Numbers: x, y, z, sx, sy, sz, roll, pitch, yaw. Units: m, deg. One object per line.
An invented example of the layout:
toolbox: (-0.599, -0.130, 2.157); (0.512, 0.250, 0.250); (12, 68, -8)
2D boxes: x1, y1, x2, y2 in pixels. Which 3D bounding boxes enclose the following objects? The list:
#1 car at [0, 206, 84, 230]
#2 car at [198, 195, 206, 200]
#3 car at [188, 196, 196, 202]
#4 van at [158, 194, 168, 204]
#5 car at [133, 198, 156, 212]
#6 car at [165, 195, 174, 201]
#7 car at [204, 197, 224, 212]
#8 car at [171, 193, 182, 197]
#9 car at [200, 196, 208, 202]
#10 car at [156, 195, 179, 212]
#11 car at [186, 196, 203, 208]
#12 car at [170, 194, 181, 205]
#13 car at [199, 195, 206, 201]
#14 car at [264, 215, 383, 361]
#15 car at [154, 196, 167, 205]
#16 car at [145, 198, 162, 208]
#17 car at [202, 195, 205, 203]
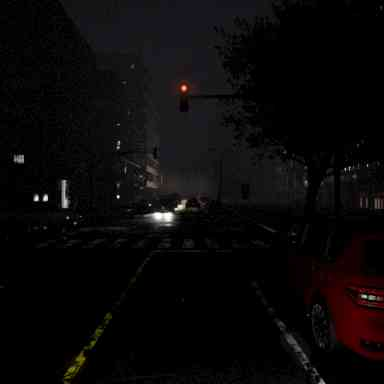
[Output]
car: (-9.237, 1.534, 20.686); (4.718, 1.301, 1.895); (2, 0, 12)
car: (2.719, 1.638, 93.637); (2.008, 1.369, 4.403); (0, 0, 0)
car: (0.026, 1.657, 79.390); (1.895, 1.301, 4.718); (0, 0, 0)
van: (-5.669, 1.384, 65.977); (1.690, 1.788, 3.998); (0, 0, 0)
car: (-5.677, 1.563, 38.312); (2.008, 1.369, 4.403); (0, 0, 0)
car: (-5.664, 1.507, 82.574); (1.967, 1.590, 4.097); (0, 0, 0)
car: (2.703, 1.557, 38.310); (1.887, 1.381, 4.507); (0, 0, 0)
car: (-3.048, 1.257, 60.142); (2.150, 2.045, 5.566); (0, 0, 0)
car: (2.714, 1.584, 77.209); (1.752, 1.417, 4.829); (0, 0, 0)
car: (-3.081, 1.505, 39.209); (2.128, 1.511, 4.902); (0, 0, 2)
car: (0.110, 1.584, 47.236); (1.994, 1.385, 4.181); (0, 0, 0)
car: (-3.071, 1.500, 49.430); (1.882, 1.535, 5.008); (0, 0, 0)
car: (2.718, 1.622, 88.104); (1.887, 1.381, 4.507); (0, 0, 0)
car: (2.695, 1.315, 5.922); (2.192, 1.841, 5.009); (0, 0, 0)
car: (-5.670, 1.476, 60.444); (1.967, 1.590, 4.097); (0, 0, 0)
car: (-5.674, 1.573, 49.378); (2.008, 1.369, 4.403); (0, 0, 0)
car: (2.706, 1.548, 49.545); (1.752, 1.417, 4.829); (0, 0, 0)
